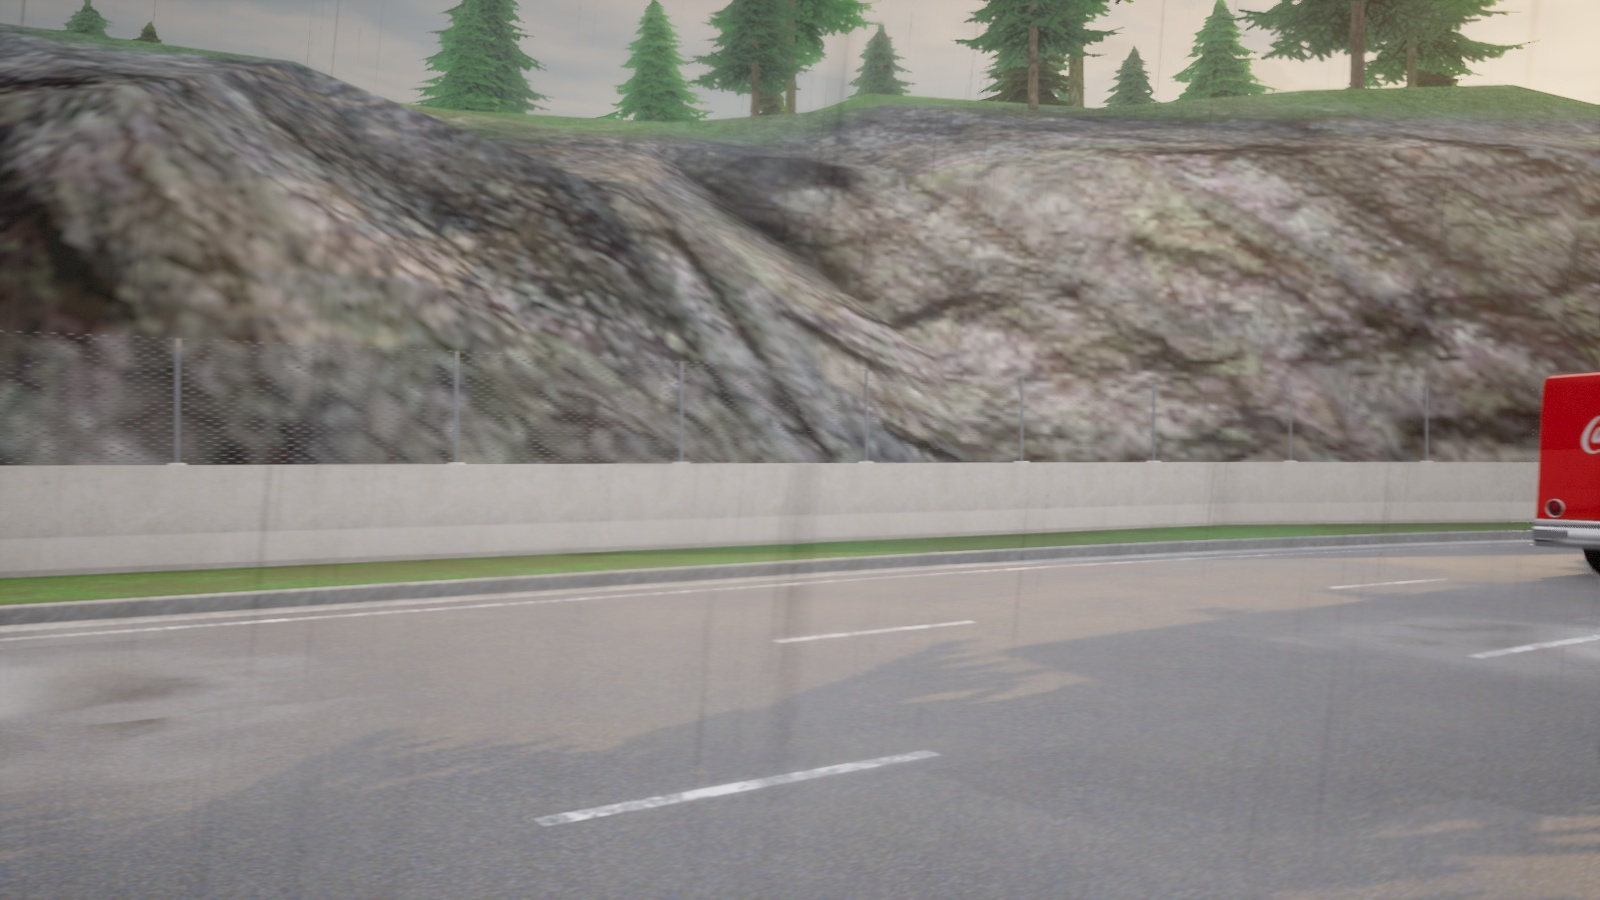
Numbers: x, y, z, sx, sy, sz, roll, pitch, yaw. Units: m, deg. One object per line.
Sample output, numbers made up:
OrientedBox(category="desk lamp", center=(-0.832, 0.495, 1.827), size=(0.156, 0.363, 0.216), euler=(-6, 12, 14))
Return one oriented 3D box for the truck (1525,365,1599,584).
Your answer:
OrientedBox(category="truck", center=(11.599, 0.270, 14.872), size=(5.204, 2.467, 2.627), euler=(0, -1, -24))
